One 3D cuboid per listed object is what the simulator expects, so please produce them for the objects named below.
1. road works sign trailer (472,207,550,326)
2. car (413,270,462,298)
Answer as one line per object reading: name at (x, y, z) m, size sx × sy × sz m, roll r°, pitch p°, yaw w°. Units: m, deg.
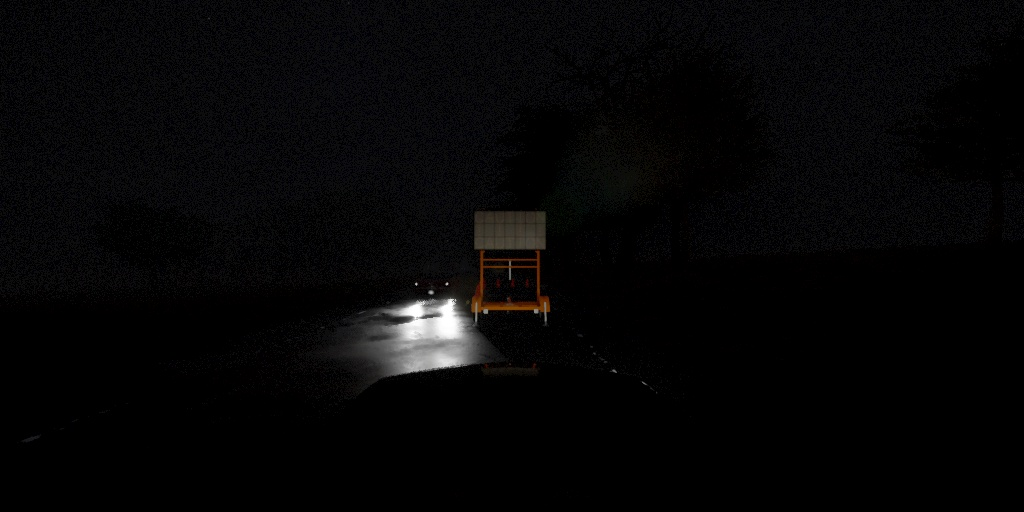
road works sign trailer at (-0.067, 0.231, 11.690) m, size 2.380 × 3.560 × 2.880 m, roll 0°, pitch 0°, yaw -2°
car at (-3.842, 1.427, 18.999) m, size 1.895 × 1.301 × 4.718 m, roll 0°, pitch -1°, yaw -2°
